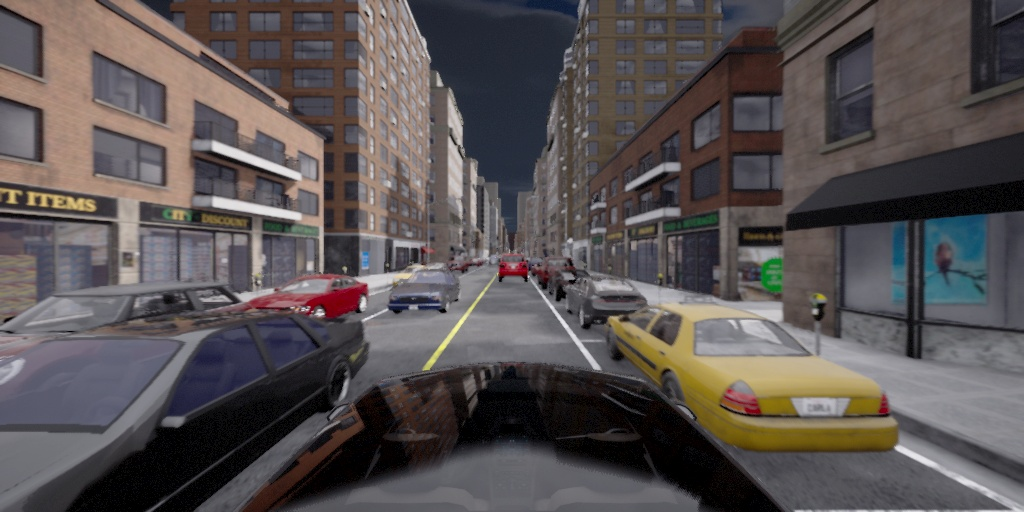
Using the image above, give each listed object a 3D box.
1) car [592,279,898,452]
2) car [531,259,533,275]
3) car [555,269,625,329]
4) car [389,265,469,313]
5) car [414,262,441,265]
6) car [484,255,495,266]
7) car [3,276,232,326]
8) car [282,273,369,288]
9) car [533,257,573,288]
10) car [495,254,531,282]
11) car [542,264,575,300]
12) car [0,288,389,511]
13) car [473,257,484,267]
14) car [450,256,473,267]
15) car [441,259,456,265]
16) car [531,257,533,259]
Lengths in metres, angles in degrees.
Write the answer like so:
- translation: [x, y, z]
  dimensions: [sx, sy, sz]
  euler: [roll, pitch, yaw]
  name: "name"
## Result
- translation: [2.668, 1.257, 5.420]
  dimensions: [1.751, 1.417, 4.829]
  euler: [0, 0, 0]
  name: "car"
- translation: [2.672, 1.170, 33.221]
  dimensions: [1.802, 1.307, 4.207]
  euler: [0, 0, 0]
  name: "car"
- translation: [2.669, 1.253, 10.844]
  dimensions: [2.007, 1.370, 4.403]
  euler: [0, 0, 0]
  name: "car"
- translation: [-3.095, 1.235, 13.867]
  dimensions: [2.033, 1.411, 5.357]
  euler: [0, 0, 0]
  name: "car"
- translation: [-5.856, 1.171, 21.844]
  dimensions: [1.751, 1.417, 4.829]
  euler: [0, 0, 0]
  name: "car"
- translation: [-3.040, 0.943, 60.757]
  dimensions: [2.128, 1.511, 4.902]
  euler: [0, 0, 1]
  name: "car"
- translation: [-5.858, 1.172, 5.227]
  dimensions: [1.967, 1.591, 4.097]
  euler: [0, 0, 0]
  name: "car"
- translation: [-5.857, 1.248, 10.823]
  dimensions: [1.888, 1.381, 4.507]
  euler: [0, 0, 0]
  name: "car"
- translation: [2.670, 0.960, 22.032]
  dimensions: [2.192, 1.841, 5.009]
  euler: [0, 0, 0]
  name: "car"
- translation: [0.101, 0.840, 27.776]
  dimensions: [2.150, 2.045, 5.566]
  euler: [0, 1, 0]
  name: "car"
- translation: [2.670, 1.240, 16.438]
  dimensions: [1.948, 1.339, 4.313]
  euler: [0, 0, 0]
  name: "car"
- translation: [-3.105, 1.290, 3.301]
  dimensions: [2.033, 1.411, 5.357]
  euler: [0, 0, 0]
  name: "car"
- translation: [-5.851, 1.021, 55.588]
  dimensions: [1.888, 1.381, 4.507]
  euler: [0, 0, 0]
  name: "car"
- translation: [-5.853, 0.874, 38.801]
  dimensions: [2.192, 1.841, 5.009]
  euler: [0, 0, 0]
  name: "car"
- translation: [-5.855, 1.167, 27.610]
  dimensions: [2.007, 1.370, 4.403]
  euler: [0, 0, 0]
  name: "car"
- translation: [3.005, 0.880, 44.979]
  dimensions: [2.097, 1.767, 4.553]
  euler: [0, 0, 0]
  name: "car"
